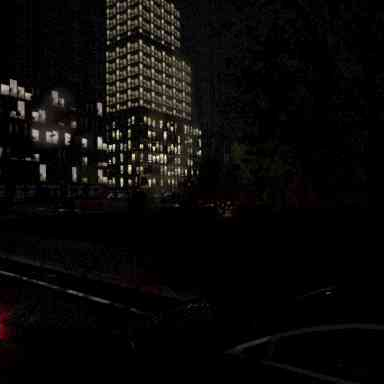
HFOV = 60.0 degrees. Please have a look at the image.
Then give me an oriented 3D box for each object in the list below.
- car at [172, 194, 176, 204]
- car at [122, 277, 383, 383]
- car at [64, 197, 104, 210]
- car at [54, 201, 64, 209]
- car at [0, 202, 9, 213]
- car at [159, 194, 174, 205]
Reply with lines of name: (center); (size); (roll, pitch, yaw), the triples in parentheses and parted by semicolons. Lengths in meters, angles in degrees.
car: (-1.152, 1.608, 62.122); (1.812, 1.442, 4.674); (-1, -1, 37)
car: (1.546, 1.492, 2.586); (4.902, 1.511, 2.128); (0, 0, 35)
car: (-14.235, 1.412, 44.896); (2.097, 1.767, 4.553); (-1, -1, 37)
car: (-16.906, 1.584, 46.749); (1.882, 1.535, 5.008); (-1, -1, 37)
car: (-21.656, 1.609, 35.032); (1.994, 1.385, 4.181); (-1, -1, 37)
car: (-3.896, 1.354, 63.890); (2.150, 2.045, 5.566); (-1, -1, 37)
